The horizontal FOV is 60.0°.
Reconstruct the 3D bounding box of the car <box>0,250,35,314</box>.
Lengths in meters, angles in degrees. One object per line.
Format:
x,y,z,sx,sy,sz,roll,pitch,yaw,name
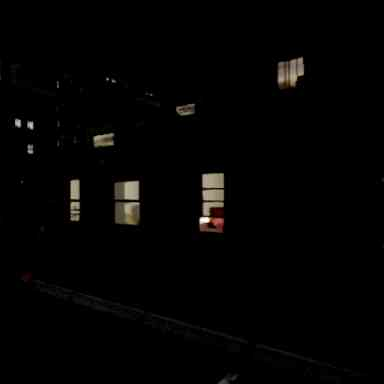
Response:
-4.663,1.576,6.369,4.206,1.307,1.802,0,0,36,car

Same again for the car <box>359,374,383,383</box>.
2.666,1.567,1.141,4.313,1.339,1.947,0,0,36,car
